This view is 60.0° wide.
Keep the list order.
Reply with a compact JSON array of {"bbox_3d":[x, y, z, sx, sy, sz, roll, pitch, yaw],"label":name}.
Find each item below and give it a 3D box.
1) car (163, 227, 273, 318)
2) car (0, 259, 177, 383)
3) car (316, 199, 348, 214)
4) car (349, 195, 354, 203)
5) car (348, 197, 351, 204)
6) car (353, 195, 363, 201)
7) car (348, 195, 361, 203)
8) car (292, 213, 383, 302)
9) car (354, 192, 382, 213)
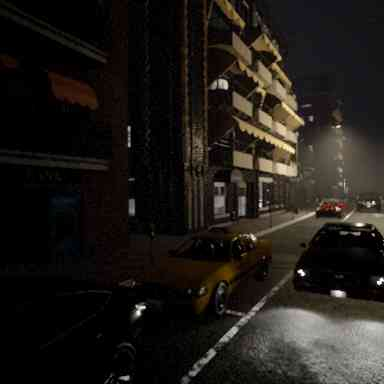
[{"bbox_3d":[0.521,1.514,7.566,1.752,1.417,4.829,0,0,29],"label":"car"},{"bbox_3d":[-2.112,1.581,2.762,1.947,1.339,4.313,0,0,29],"label":"car"},{"bbox_3d":[11.463,1.323,27.527,1.967,1.590,4.097,0,0,29],"label":"car"},{"bbox_3d":[27.756,1.289,57.246,2.008,1.369,4.403,-1,0,29],"label":"car"},{"bbox_3d":[14.180,1.440,32.480,1.802,1.307,4.206,0,0,29],"label":"car"},{"bbox_3d":[36.637,1.246,73.549,1.802,1.307,4.206,-1,0,29],"label":"car"},{"bbox_3d":[30.472,1.266,62.198,2.008,1.369,4.403,-1,0,29],"label":"car"},{"bbox_3d":[4.029,1.507,8.572,2.033,1.411,5.357,0,0,29],"label":"car"},{"bbox_3d":[18.787,1.042,35.291,2.150,2.045,5.566,0,0,29],"label":"car"}]
